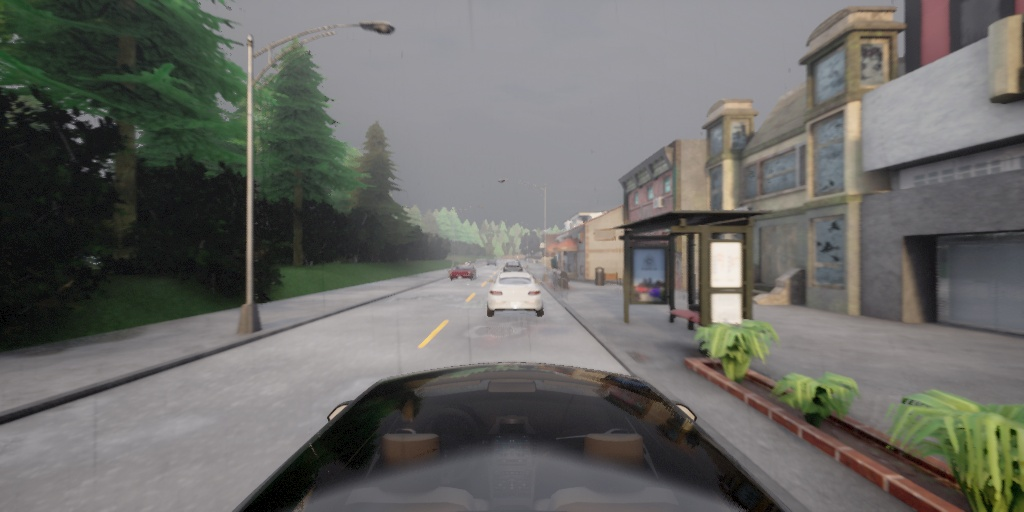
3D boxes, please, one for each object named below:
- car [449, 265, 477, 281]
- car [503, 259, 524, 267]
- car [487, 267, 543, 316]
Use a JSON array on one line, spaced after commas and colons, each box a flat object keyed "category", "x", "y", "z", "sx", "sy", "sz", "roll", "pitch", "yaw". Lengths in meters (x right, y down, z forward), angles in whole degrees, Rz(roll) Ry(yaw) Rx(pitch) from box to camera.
[{"category": "car", "x": -4.098, "y": 1.397, "z": 30.479, "sx": 1.895, "sy": 1.301, "sz": 4.718, "roll": 0, "pitch": 0, "yaw": 0}, {"category": "car", "x": 0.099, "y": 1.297, "z": 35.021, "sx": 2.128, "sy": 1.511, "sz": 4.902, "roll": 0, "pitch": 0, "yaw": 0}, {"category": "car", "x": 0.101, "y": 1.294, "z": 13.303, "sx": 1.812, "sy": 1.442, "sz": 4.674, "roll": 0, "pitch": 0, "yaw": 0}]
